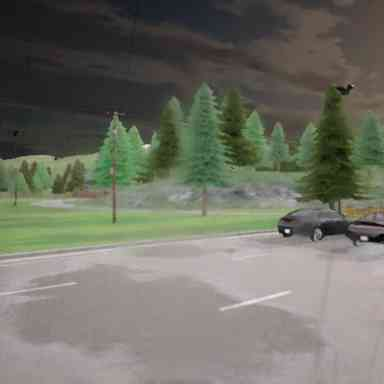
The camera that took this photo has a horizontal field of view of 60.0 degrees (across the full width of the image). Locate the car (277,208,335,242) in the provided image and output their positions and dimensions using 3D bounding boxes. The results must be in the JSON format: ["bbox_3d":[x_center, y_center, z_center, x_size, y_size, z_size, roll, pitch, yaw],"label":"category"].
[{"bbox_3d":[6.415,1.579,16.872,4.892,1.490,1.837,0,0,-35],"label":"car"}]

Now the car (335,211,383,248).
[{"bbox_3d":[8.568,1.566,14.112,4.902,1.511,2.128,0,0,-35],"label":"car"}]
